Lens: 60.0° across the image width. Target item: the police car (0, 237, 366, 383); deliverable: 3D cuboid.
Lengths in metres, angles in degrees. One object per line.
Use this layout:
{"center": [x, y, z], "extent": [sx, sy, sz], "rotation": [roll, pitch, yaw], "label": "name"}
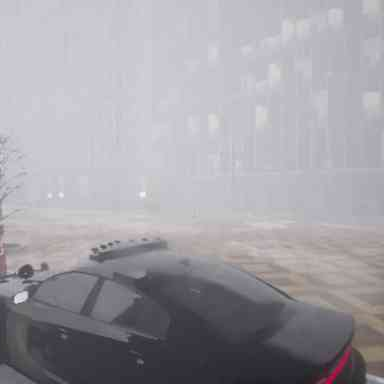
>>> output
{"center": [-0.848, 1.404, 4.025], "extent": [5.238, 1.638, 1.930], "rotation": [1, 0, 36], "label": "police car"}
